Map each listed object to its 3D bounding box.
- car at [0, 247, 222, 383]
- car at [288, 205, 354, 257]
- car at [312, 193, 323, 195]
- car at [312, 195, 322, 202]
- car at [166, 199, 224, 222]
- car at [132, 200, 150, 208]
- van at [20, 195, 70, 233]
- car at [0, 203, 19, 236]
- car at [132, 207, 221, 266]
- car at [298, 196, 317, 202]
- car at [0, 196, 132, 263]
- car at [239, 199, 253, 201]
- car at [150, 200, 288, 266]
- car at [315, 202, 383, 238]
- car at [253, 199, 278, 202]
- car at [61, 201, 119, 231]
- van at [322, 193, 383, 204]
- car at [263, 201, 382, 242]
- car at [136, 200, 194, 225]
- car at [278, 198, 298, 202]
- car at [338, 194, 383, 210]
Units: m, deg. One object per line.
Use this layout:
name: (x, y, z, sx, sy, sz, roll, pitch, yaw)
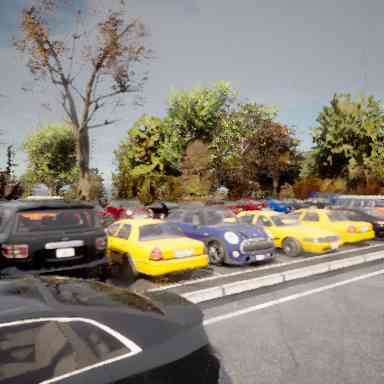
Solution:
car: (-2.016, 1.505, 2.244, 4.892, 1.490, 1.837, 0, 0, -35)
car: (3.128, 1.435, 13.066, 1.946, 1.575, 5.366, 0, 0, -36)
car: (16.209, 1.110, 38.105, 2.435, 2.045, 5.566, 0, 0, -36)
car: (13.996, 1.372, 36.561, 2.231, 1.521, 4.892, 0, 0, -36)
car: (0.128, 1.422, 26.613, 2.097, 1.535, 5.008, 0, 0, -36)
car: (-4.477, 1.312, 23.344, 2.185, 1.767, 4.553, 0, 0, -36)
van: (-9.014, 1.227, 20.197, 1.878, 1.987, 4.442, 0, 0, -36)
car: (-11.247, 1.462, 18.463, 2.231, 1.521, 4.892, 0, 0, -36)
car: (-1.682, 1.451, 10.075, 1.946, 1.575, 5.366, 0, 0, -36)
car: (9.415, 1.391, 33.259, 2.231, 1.521, 4.892, 0, 0, -36)
car: (-3.888, 1.211, 8.301, 2.435, 2.045, 5.566, 0, 0, -36)
car: (2.510, 1.443, 28.351, 2.163, 1.488, 4.792, 0, 0, -36)
car: (0.705, 1.320, 11.596, 2.185, 1.767, 4.553, 0, 0, -36)
car: (7.615, 1.462, 16.507, 2.002, 1.452, 4.674, 0, 0, -36)
car: (4.825, 1.406, 29.968, 2.097, 1.535, 5.008, 0, 0, -36)
car: (-6.757, 1.446, 21.679, 2.097, 1.535, 5.008, 0, 0, -36)
van: (9.841, 1.189, 18.250, 1.878, 1.987, 4.442, 0, 0, -36)
car: (5.208, 1.427, 15.014, 1.946, 1.575, 5.366, 0, 0, -36)
car: (-2.161, 1.430, 24.960, 2.097, 1.535, 5.008, 0, 0, -36)
car: (7.120, 1.398, 31.613, 2.097, 1.535, 5.008, 0, 0, -36)
car: (20.928, 1.203, 41.445, 2.185, 1.767, 4.553, 1, 0, -36)
